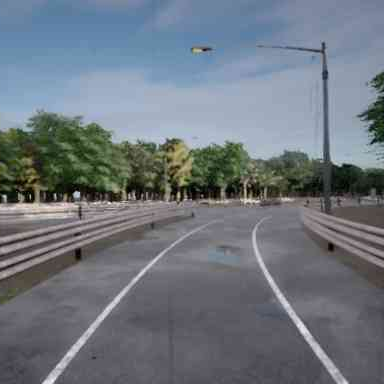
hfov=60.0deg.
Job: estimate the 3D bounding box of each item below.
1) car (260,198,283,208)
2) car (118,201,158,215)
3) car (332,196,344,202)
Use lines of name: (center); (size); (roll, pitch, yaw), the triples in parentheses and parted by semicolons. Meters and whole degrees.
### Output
car: (12.942, 1.783, 53.941); (4.892, 1.490, 1.837); (0, -1, -45)
car: (-5.545, 1.710, 35.661); (4.892, 1.490, 1.837); (0, -1, -45)
car: (32.587, 1.739, 73.369); (4.553, 1.767, 2.097); (0, -1, -45)
